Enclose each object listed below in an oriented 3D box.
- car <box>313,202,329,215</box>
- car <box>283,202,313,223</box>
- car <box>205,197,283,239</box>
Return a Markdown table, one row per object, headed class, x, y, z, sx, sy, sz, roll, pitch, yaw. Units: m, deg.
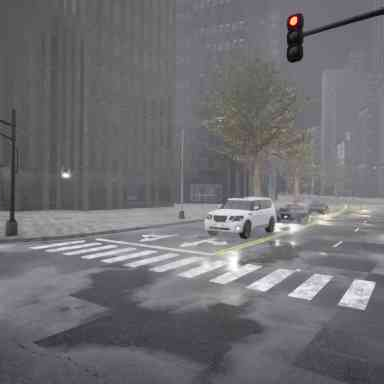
| class | x | y | z | sx | sy | sz | roll | pitch | yaw |
| --- | --- | --- | --- | --- | --- | --- | --- | --- | --- |
| car | 14.040 | 1.772 | 36.977 | 2.033 | 1.411 | 5.357 | 1 | 0 | 29 |
| car | 8.155 | 1.717 | 26.990 | 1.994 | 1.385 | 4.181 | 1 | 0 | 31 |
| car | 2.889 | 1.311 | 18.534 | 2.150 | 2.045 | 5.566 | 1 | 0 | 35 |
